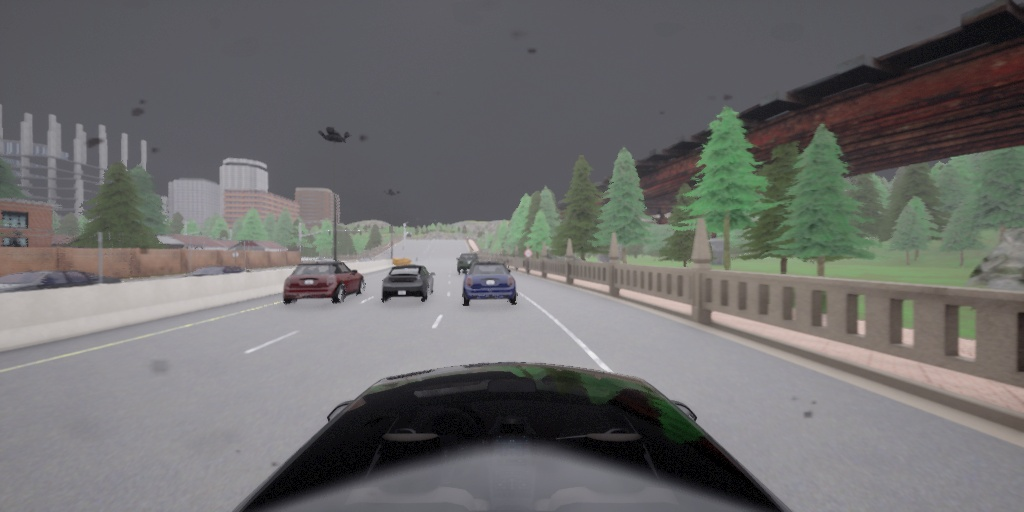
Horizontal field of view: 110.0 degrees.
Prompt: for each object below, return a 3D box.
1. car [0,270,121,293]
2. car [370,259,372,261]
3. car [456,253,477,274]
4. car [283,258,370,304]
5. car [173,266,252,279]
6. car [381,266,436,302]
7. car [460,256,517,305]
[{"bbox_3d":[-18.678,1.286,14.265,2.033,1.411,5.357,0,0,-8],"label":"car"},{"bbox_3d":[-21.511,1.012,52.509,1.812,1.442,4.674,0,1,-9],"label":"car"},{"bbox_3d":[-4.539,0.744,37.142,2.150,2.045,5.566,0,0,-10],"label":"car"},{"bbox_3d":[-8.189,1.035,16.039,2.097,1.767,4.553,0,0,-8],"label":"car"},{"bbox_3d":[-15.917,1.240,19.318,2.033,1.411,5.357,0,0,-9],"label":"car"},{"bbox_3d":[-4.704,1.173,16.581,1.837,1.490,4.892,0,1,-8],"label":"car"},{"bbox_3d":[-1.095,1.011,15.673,2.097,1.767,4.553,0,0,-7],"label":"car"}]
